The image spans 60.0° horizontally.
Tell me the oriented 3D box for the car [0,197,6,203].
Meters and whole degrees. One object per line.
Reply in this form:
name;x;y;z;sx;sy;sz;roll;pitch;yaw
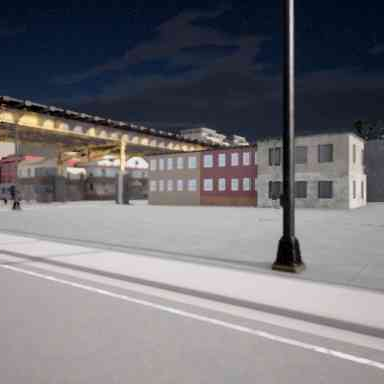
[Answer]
car;-36.924;1.436;61.987;4.974;1.542;2.038;0;0;7

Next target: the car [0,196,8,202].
car;-36.975;1.279;61.993;4.536;1.218;1.853;0;0;7

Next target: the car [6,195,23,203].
car;-33.395;1.437;63.200;2.038;1.542;4.974;0;0;-23

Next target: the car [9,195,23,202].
car;-33.416;1.279;63.248;1.853;1.218;4.536;0;0;-23
